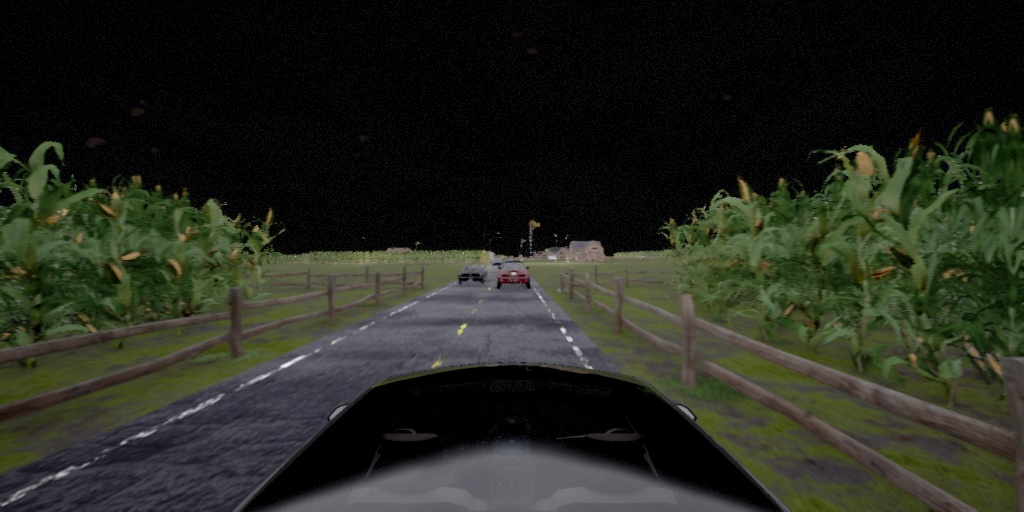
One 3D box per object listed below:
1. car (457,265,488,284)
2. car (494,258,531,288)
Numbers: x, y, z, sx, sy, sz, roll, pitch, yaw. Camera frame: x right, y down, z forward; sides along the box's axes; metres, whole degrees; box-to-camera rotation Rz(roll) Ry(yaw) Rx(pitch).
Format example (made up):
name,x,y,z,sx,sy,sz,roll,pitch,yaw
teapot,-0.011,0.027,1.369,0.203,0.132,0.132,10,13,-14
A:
name,x,y,z,sx,sy,sz,roll,pitch,yaw
car,-2.840,1.348,26.599,1.895,1.301,4.718,0,0,0
car,0.106,1.098,23.898,2.097,1.767,4.553,0,0,0
